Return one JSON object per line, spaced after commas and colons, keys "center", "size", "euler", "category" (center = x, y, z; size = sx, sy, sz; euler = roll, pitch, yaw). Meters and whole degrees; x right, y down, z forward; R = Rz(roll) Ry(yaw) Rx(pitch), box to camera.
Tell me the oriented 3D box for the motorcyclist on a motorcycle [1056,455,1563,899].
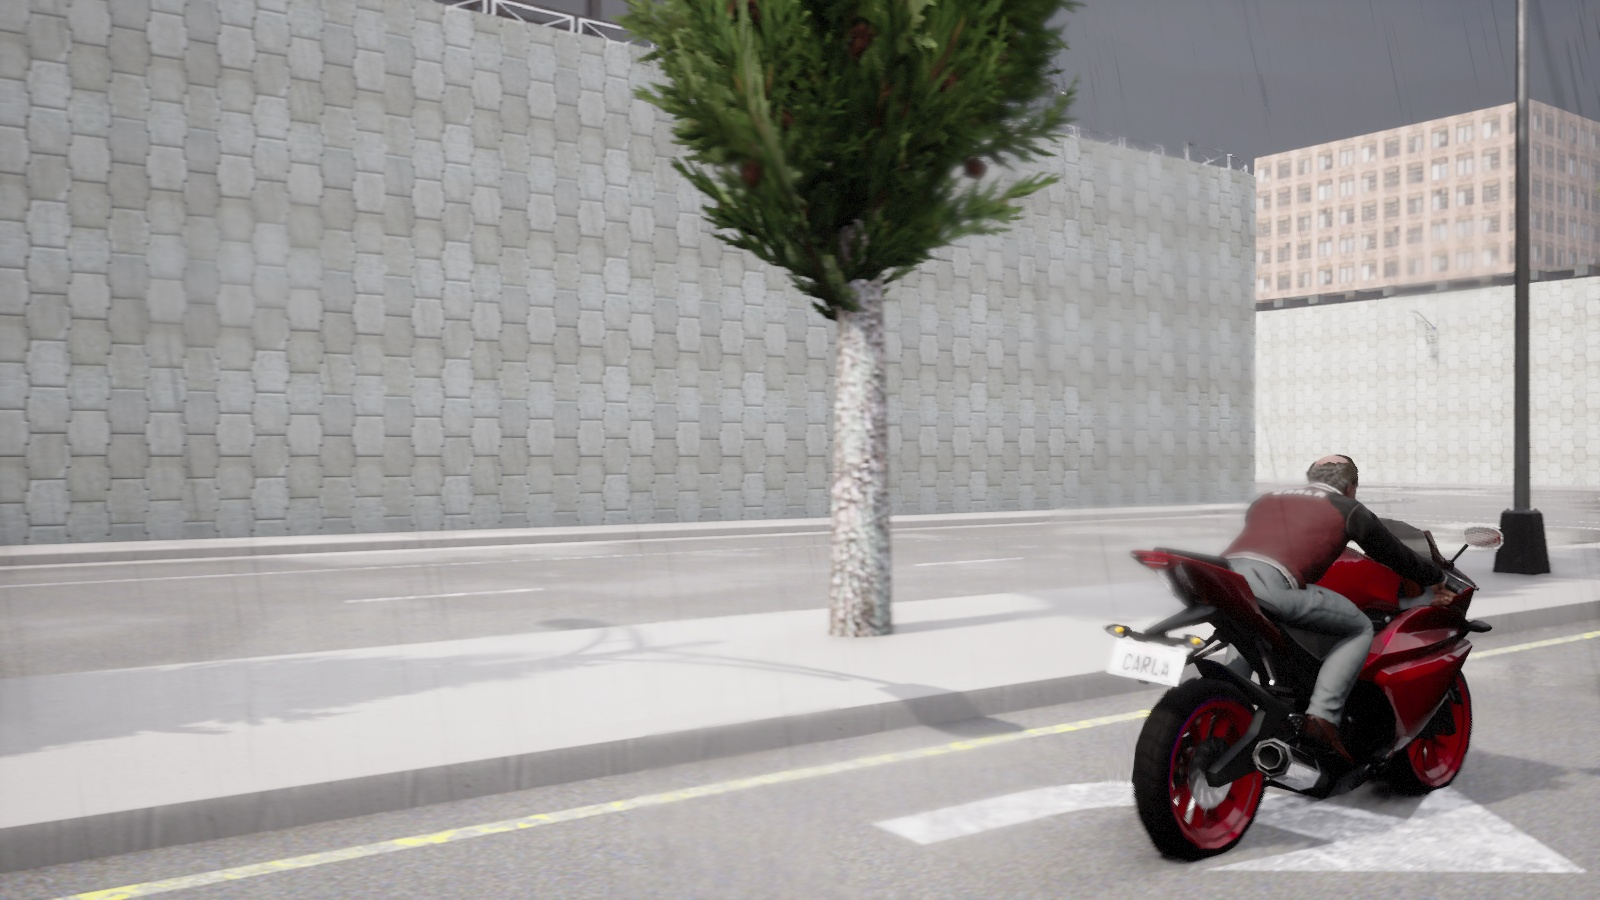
{"center": [2.142, 0.788, 5.150], "size": [2.191, 1.530, 0.866], "euler": [0, 0, -35], "category": "motorcyclist on a motorcycle"}
